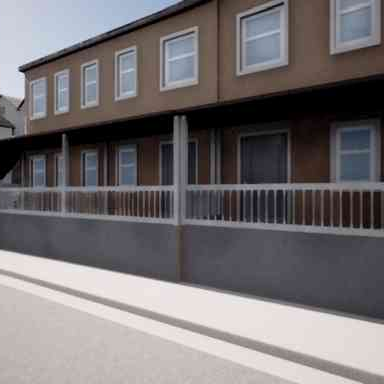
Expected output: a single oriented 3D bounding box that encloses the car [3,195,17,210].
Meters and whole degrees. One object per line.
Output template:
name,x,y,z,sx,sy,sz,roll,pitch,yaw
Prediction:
car,-15.559,1.052,28.146,1.994,1.385,4.181,0,15,35
